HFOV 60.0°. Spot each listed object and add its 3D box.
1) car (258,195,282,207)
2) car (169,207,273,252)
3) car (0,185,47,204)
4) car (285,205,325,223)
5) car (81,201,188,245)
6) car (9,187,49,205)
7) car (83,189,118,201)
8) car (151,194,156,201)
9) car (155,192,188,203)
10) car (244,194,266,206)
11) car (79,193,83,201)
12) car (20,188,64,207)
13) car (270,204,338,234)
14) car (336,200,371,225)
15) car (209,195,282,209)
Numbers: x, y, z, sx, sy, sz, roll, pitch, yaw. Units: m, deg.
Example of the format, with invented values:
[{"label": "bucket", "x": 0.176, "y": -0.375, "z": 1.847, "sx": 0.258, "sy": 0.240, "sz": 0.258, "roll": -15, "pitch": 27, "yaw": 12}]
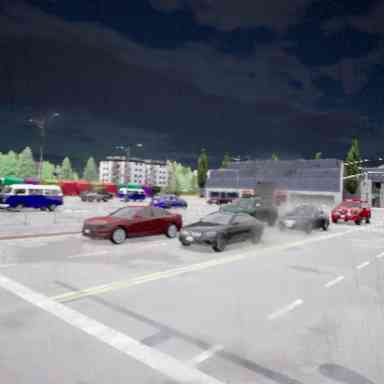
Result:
[{"label": "car", "x": 12.984, "y": 1.523, "z": 55.005, "sx": 1.932, "sy": 1.855, "sz": 4.605, "roll": 3, "pitch": 0, "yaw": 40}, {"label": "car", "x": 1.421, "y": 1.556, "z": 14.295, "sx": 1.812, "sy": 1.442, "sz": 4.674, "roll": 3, "pitch": 0, "yaw": 40}, {"label": "car", "x": -21.006, "y": 0.166, "z": 41.203, "sx": 1.932, "sy": 1.855, "sz": 4.605, "roll": 3, "pitch": 0, "yaw": 40}, {"label": "car", "x": 10.340, "y": 1.908, "z": 30.278, "sx": 1.994, "sy": 1.385, "sz": 4.181, "roll": 3, "pitch": 0, "yaw": 41}, {"label": "car", "x": -2.527, "y": 1.342, "z": 15.071, "sx": 1.882, "sy": 1.535, "sz": 5.008, "roll": 3, "pitch": 0, "yaw": 40}, {"label": "car", "x": -18.941, "y": 0.468, "z": 39.502, "sx": 1.784, "sy": 1.438, "sz": 3.905, "roll": 3, "pitch": 0, "yaw": 40}, {"label": "car", "x": -15.468, "y": 0.344, "z": 56.268, "sx": 1.932, "sy": 1.855, "sz": 4.605, "roll": 3, "pitch": 0, "yaw": 40}, {"label": "car", "x": -6.336, "y": 0.912, "z": 71.506, "sx": 1.970, "sy": 1.475, "sz": 3.806, "roll": 3, "pitch": 0, "yaw": 40}, {"label": "car", "x": -2.568, "y": 1.156, "z": 45.381, "sx": 1.970, "sy": 1.475, "sz": 3.806, "roll": 3, "pitch": 0, "yaw": 40}, {"label": "car", "x": 10.817, "y": 1.430, "z": 56.923, "sx": 1.905, "sy": 1.878, "sz": 3.866, "roll": 3, "pitch": 0, "yaw": 40}, {"label": "car", "x": -17.638, "y": 0.459, "z": 58.196, "sx": 1.784, "sy": 1.438, "sz": 3.905, "roll": 3, "pitch": 0, "yaw": 40}, {"label": "car", "x": -16.741, "y": 0.597, "z": 37.624, "sx": 1.970, "sy": 1.475, "sz": 3.806, "roll": 3, "pitch": 0, "yaw": 40}, {"label": "car", "x": 7.230, "y": 1.738, "z": 21.194, "sx": 2.128, "sy": 1.511, "sz": 4.902, "roll": 3, "pitch": 0, "yaw": 40}, {"label": "car", "x": 14.139, "y": 1.726, "z": 29.340, "sx": 2.150, "sy": 2.045, "sz": 5.566, "roll": 3, "pitch": 0, "yaw": 40}, {"label": "car", "x": 3.899, "y": 1.325, "z": 22.660, "sx": 2.150, "sy": 2.045, "sz": 5.566, "roll": 3, "pitch": 0, "yaw": 40}]
